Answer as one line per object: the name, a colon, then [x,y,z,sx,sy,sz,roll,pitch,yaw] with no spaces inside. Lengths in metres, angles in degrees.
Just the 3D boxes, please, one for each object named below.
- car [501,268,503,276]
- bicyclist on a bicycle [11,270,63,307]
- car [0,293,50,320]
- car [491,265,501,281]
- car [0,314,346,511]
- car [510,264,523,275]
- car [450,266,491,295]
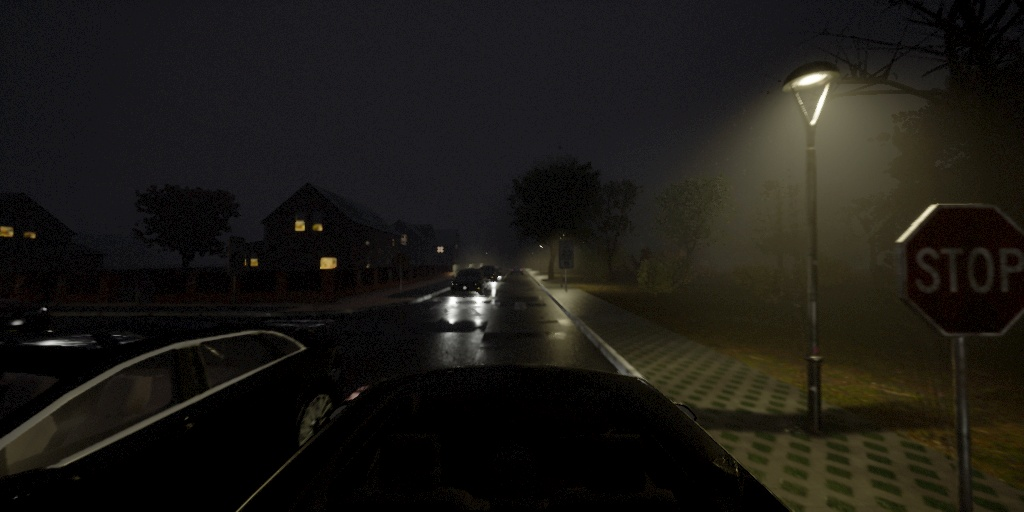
car: [-2.248,1.996,49.704,2.033,1.411,5.357,0,-1,1]
bicyclist on a bicycle: [-20.064,1.427,15.171,0.582,1.620,1.656,0,-2,2]
car: [-14.689,1.401,9.078,4.674,1.442,1.812,0,-2,2]
car: [-2.441,1.746,36.247,1.837,1.490,4.892,0,-1,1]
car: [-2.826,1.253,2.141,2.128,1.511,4.902,0,-1,1]
car: [0.700,2.039,52.824,2.033,1.411,5.357,0,-1,1]
car: [-2.603,1.543,22.378,1.837,1.490,4.892,0,-1,1]
